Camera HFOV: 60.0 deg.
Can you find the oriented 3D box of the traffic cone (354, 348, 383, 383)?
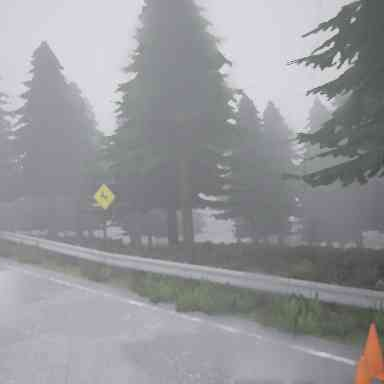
[{"bbox_3d":[1.722,1.957,3.347,0.340,0.580,0.340,0,0,34],"label":"traffic cone"}]

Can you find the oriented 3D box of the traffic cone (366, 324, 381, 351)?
[{"bbox_3d":[2.275,1.958,4.178,0.340,0.580,0.340,0,0,34],"label":"traffic cone"}]
